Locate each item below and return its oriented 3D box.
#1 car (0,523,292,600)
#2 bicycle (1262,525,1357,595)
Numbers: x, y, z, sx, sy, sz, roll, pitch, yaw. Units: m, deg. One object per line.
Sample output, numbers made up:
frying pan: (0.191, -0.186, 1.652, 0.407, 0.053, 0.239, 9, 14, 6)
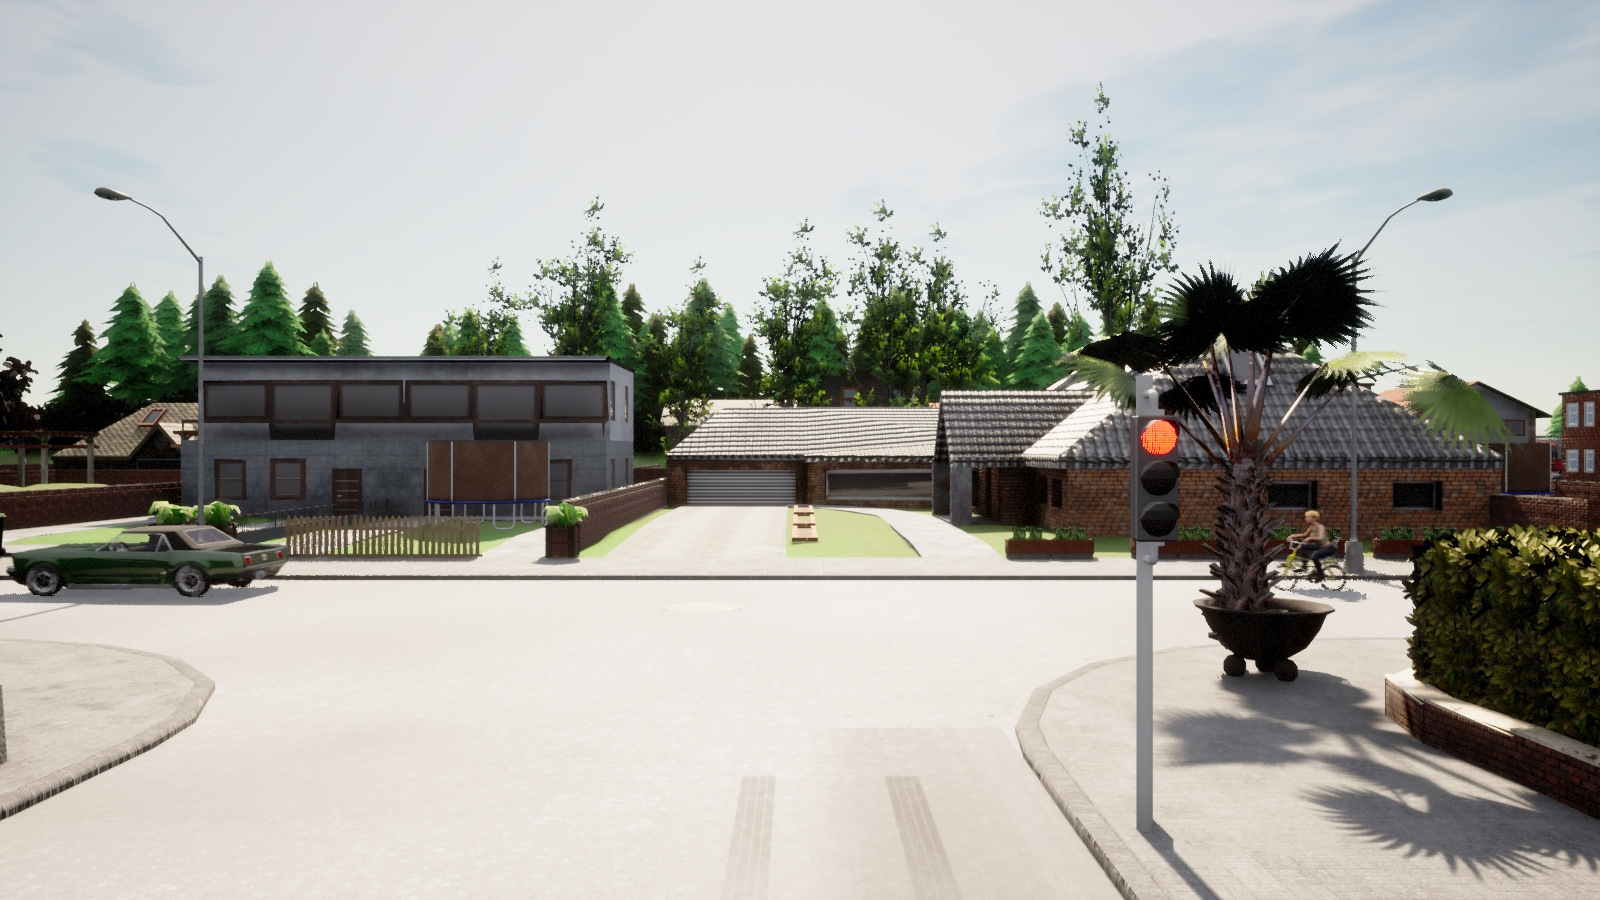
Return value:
car: (-12.742, 2.146, 22.414, 4.718, 1.301, 1.895, 0, 0, 3)
bicycle: (9.989, 2.149, 22.443, 1.487, 1.276, 0.859, 0, 0, 0)
